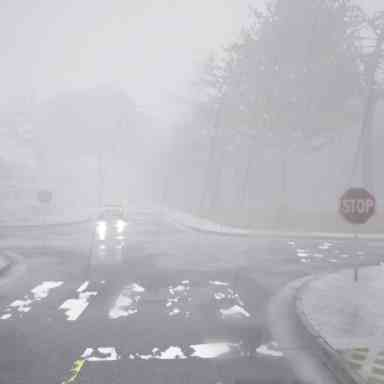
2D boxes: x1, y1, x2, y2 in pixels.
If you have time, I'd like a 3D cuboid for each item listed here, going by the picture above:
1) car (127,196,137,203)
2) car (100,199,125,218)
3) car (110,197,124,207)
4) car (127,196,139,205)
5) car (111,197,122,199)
[{"bbox_3d":[-12.861,1.583,71.325,1.895,1.301,4.718,0,0,-12],"label":"car"},{"bbox_3d":[-6.989,1.573,29.416,1.895,1.301,4.718,0,0,-10],"label":"car"},{"bbox_3d":[-11.878,1.531,52.930,2.128,1.511,4.902,0,0,-12],"label":"car"},{"bbox_3d":[-10.705,1.585,61.099,2.128,1.511,4.902,0,0,-12],"label":"car"},{"bbox_3d":[-9.104,1.461,39.711,1.882,1.535,5.008,0,0,-12],"label":"car"}]
